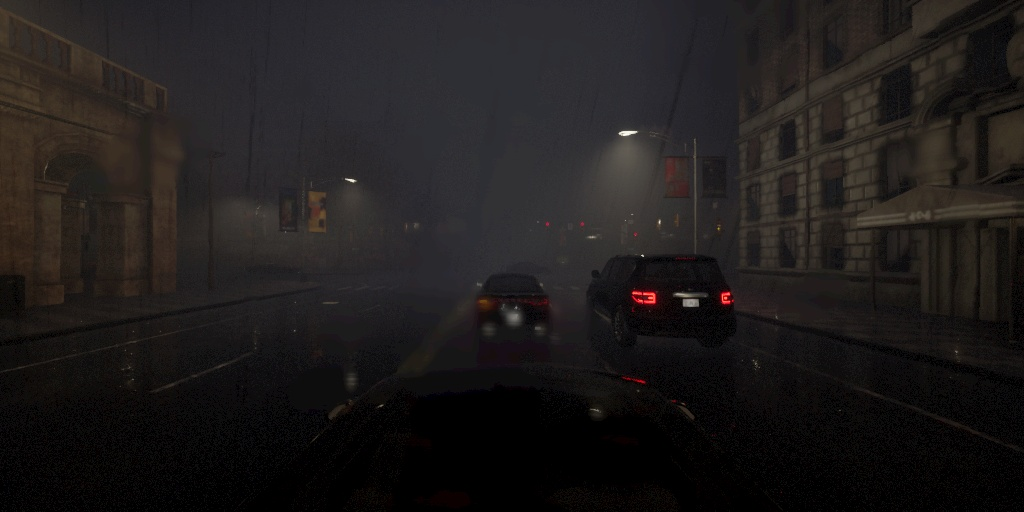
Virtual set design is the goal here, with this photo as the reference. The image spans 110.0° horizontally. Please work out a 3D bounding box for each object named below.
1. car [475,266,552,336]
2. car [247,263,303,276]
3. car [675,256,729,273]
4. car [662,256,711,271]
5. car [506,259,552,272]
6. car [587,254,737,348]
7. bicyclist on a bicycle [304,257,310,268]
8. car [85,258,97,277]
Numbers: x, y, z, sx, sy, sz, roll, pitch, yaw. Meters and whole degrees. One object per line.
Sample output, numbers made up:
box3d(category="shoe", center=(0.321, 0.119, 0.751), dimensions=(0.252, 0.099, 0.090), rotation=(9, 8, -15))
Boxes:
box3d(category="car", center=(-0.011, 1.228, 10.494), dimensions=(1.882, 1.535, 5.008), rotation=(0, 0, -2))
box3d(category="car", center=(-23.472, 1.351, 35.797), dimensions=(4.718, 1.301, 1.895), rotation=(0, 0, 0))
box3d(category="car", center=(23.387, 0.971, 44.270), dimensions=(5.566, 2.045, 2.150), rotation=(0, 0, 1))
box3d(category="car", center=(23.182, 0.971, 47.781), dimensions=(5.566, 2.045, 2.150), rotation=(0, 0, 0))
box3d(category="car", center=(1.670, 1.275, 35.958), dimensions=(4.674, 1.442, 1.812), rotation=(0, 0, 0))
box3d(category="car", center=(3.455, 0.971, 9.415), dimensions=(2.150, 2.045, 5.566), rotation=(0, 0, 2))
box3d(category="bicyclist on a bicycle", center=(-31.577, 1.050, 55.228), dimensions=(0.582, 1.620, 1.656), rotation=(0, 0, 0))
box3d(category="car", center=(-38.631, 1.228, 35.702), dimensions=(5.008, 1.535, 1.882), rotation=(1, 0, 0))
